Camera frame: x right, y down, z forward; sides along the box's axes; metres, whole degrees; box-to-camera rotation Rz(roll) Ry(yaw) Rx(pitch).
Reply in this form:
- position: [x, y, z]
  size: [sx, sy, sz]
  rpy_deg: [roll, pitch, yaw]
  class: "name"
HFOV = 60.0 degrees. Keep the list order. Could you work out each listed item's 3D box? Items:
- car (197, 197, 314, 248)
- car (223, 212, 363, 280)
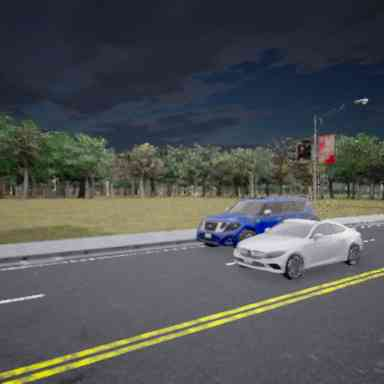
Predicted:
- position: [2.835, 1.230, 13.700]
  size: [5.566, 2.045, 2.150]
  rpy_deg: [0, 0, -36]
  class: "car"
- position: [3.370, 1.534, 10.090]
  size: [4.674, 1.442, 1.812]
  rpy_deg: [0, 0, -36]
  class: "car"
